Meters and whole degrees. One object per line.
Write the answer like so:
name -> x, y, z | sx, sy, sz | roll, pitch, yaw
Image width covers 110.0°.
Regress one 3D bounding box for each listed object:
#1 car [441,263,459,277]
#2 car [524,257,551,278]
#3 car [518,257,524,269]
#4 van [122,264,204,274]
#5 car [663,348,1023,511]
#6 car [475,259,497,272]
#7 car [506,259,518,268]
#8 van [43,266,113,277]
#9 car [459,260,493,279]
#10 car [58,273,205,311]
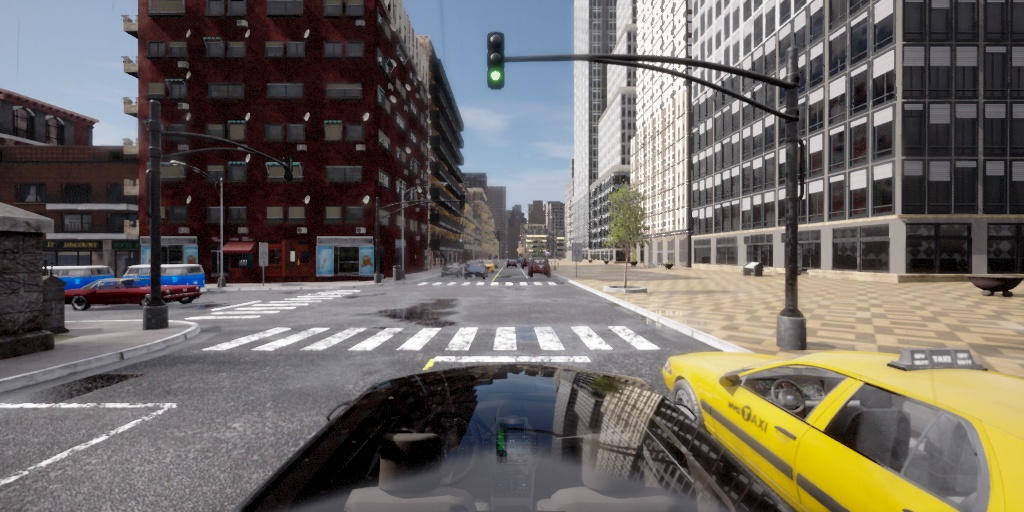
car -> -5.768, 1.319, 34.757 | 2.007, 1.370, 4.403 | 0, 0, 0
car -> 2.612, 1.083, 34.778 | 2.192, 1.841, 5.009 | 0, 0, 0
car -> 2.559, 1.114, 56.882 | 2.192, 1.841, 5.009 | 0, 0, 0
van -> -20.812, 1.396, 21.481 | 3.998, 1.789, 1.690 | 0, 0, -1
car -> 2.690, 1.275, 2.535 | 1.751, 1.417, 4.829 | 0, 0, 0
car -> -3.199, 1.257, 44.305 | 1.882, 1.535, 5.008 | 0, 0, 0
car -> -0.045, 1.317, 63.815 | 1.837, 1.490, 4.892 | 0, 0, 0
van -> -26.350, 1.486, 21.417 | 3.998, 1.789, 1.690 | 0, 0, -1
car -> -3.171, 1.314, 32.566 | 2.033, 1.411, 5.357 | 0, 0, 0
car -> -16.579, 1.607, 15.738 | 4.718, 1.301, 1.895 | -1, 0, -1
